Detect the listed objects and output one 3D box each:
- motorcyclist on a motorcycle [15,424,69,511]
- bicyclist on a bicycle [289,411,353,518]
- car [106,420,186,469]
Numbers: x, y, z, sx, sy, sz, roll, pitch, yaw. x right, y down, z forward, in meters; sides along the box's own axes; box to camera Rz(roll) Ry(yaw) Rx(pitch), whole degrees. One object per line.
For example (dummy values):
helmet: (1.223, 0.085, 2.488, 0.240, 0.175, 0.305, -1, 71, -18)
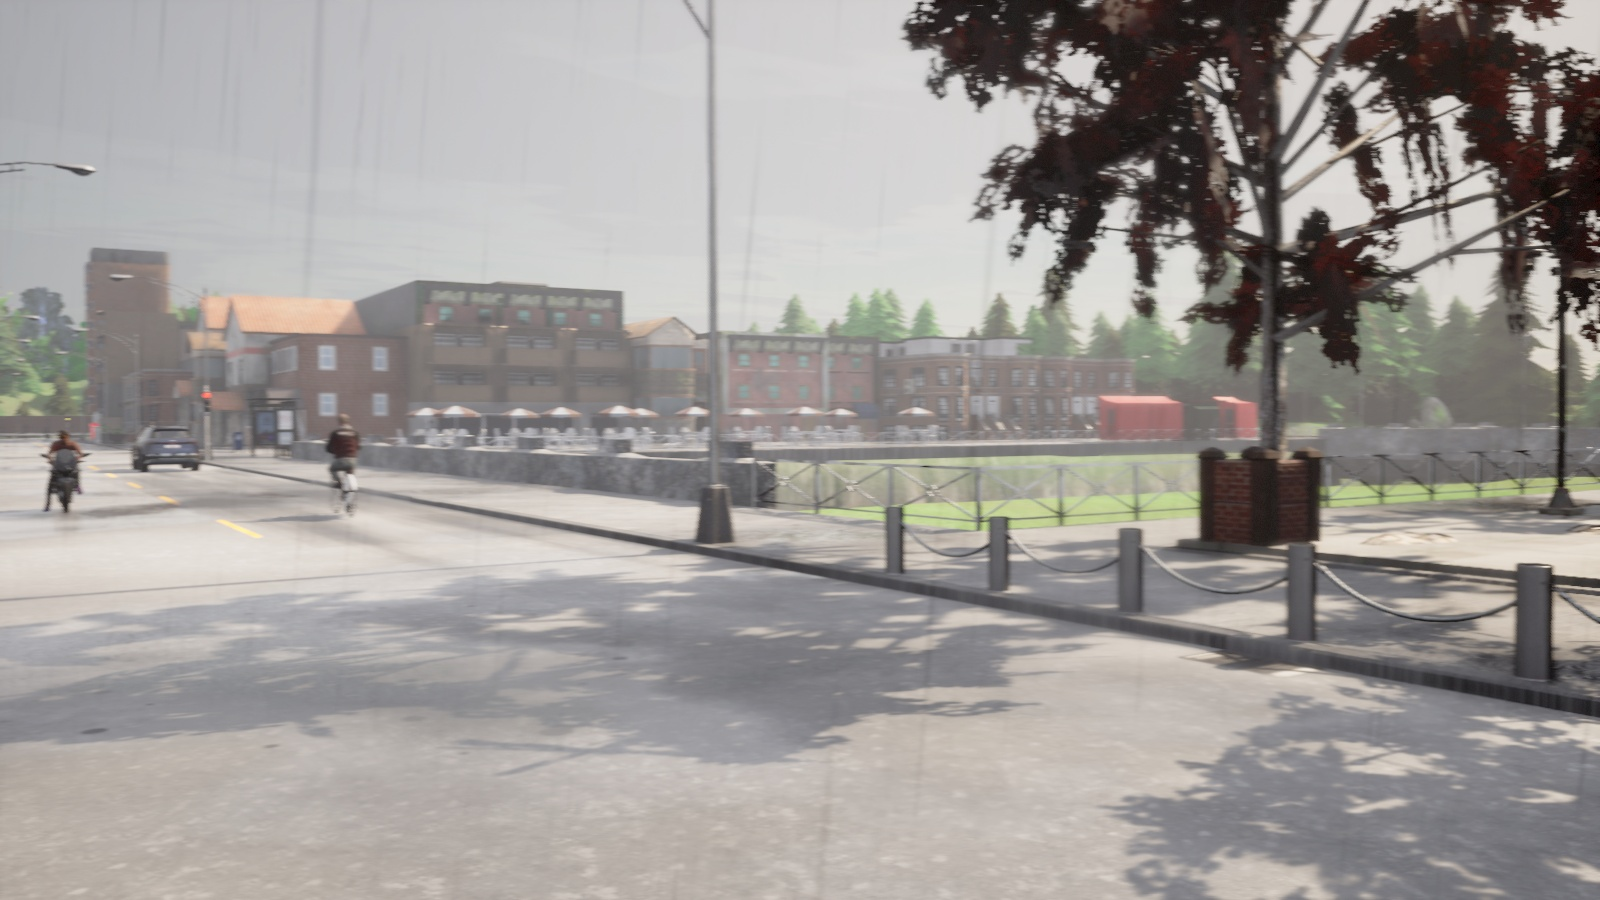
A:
motorcyclist on a motorcycle: (-14.005, 0.284, 23.187, 0.797, 1.523, 2.044, -1, 1, -32)
bicyclist on a bicycle: (-8.298, 0.211, 21.722, 0.659, 1.776, 1.843, -1, 2, -33)
car: (-23.274, -0.246, 44.621, 2.033, 1.649, 4.856, -1, 1, -33)
